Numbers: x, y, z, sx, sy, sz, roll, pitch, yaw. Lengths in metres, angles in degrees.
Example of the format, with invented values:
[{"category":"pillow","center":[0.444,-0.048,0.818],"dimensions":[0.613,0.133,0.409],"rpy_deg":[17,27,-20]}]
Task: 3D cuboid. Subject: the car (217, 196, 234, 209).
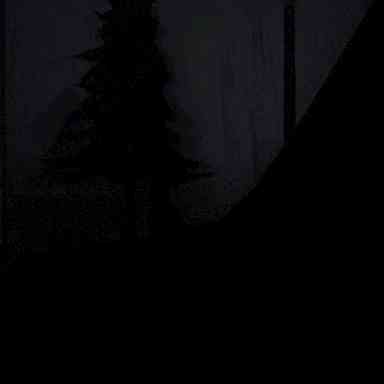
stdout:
[{"category":"car","center":[4.757,1.402,47.123],"dimensions":[2.097,1.767,4.553],"rpy_deg":[0,0,11]}]
